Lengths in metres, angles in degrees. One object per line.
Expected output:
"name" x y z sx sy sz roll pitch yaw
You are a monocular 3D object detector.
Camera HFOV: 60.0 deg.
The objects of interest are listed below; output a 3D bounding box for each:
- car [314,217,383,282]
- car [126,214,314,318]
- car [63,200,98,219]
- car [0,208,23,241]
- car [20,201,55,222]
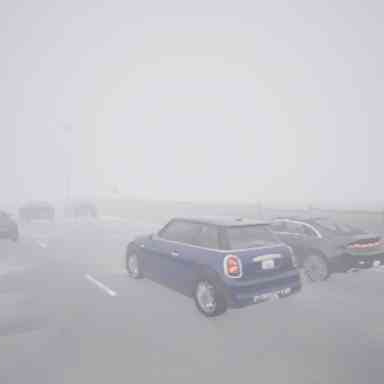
"car" 2.993 1.460 9.853 2.128 1.511 4.902 0 0 -34
"car" 0.174 1.326 7.774 2.097 1.767 4.553 0 0 -35
"car" -9.436 1.414 27.978 1.837 1.490 4.892 0 0 -34
"car" -9.475 1.513 15.659 1.994 1.385 4.181 0 0 -34
"car" -11.909 1.396 25.395 1.882 1.535 5.008 0 0 -34
